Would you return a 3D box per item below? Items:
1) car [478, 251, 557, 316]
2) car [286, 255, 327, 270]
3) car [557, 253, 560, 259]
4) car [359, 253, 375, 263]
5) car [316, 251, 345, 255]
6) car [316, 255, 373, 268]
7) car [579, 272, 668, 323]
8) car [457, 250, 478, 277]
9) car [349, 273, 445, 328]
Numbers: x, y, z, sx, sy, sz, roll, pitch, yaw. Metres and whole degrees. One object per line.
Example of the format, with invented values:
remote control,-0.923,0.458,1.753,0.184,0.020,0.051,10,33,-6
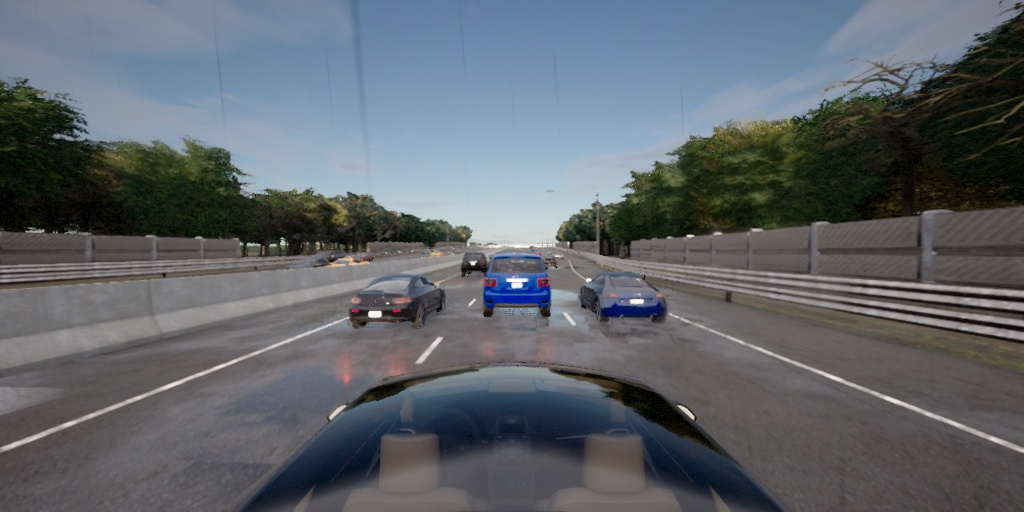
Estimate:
car,0.179,0.922,13.203,2.150,2.045,5.566,0,1,1
car,-17.197,0.941,30.737,1.837,1.490,4.892,0,1,2
car,4.273,0.640,42.767,1.837,1.490,4.892,0,1,2
car,-22.641,0.327,54.935,1.882,1.535,5.008,0,2,-1
car,-20.430,0.458,39.705,2.150,2.045,5.566,0,1,2
car,-13.722,0.933,29.747,1.882,1.535,5.008,0,1,1
car,3.528,1.228,12.050,1.994,1.385,4.181,0,1,1
car,-2.995,0.648,30.907,2.150,2.045,5.566,0,1,1
car,-3.341,1.242,11.094,1.812,1.442,4.674,0,0,0
